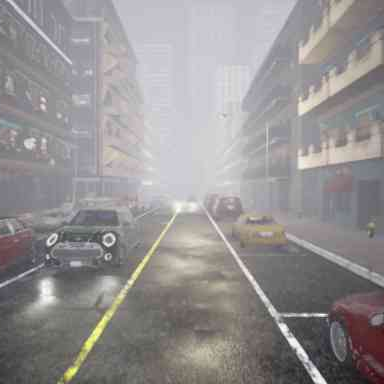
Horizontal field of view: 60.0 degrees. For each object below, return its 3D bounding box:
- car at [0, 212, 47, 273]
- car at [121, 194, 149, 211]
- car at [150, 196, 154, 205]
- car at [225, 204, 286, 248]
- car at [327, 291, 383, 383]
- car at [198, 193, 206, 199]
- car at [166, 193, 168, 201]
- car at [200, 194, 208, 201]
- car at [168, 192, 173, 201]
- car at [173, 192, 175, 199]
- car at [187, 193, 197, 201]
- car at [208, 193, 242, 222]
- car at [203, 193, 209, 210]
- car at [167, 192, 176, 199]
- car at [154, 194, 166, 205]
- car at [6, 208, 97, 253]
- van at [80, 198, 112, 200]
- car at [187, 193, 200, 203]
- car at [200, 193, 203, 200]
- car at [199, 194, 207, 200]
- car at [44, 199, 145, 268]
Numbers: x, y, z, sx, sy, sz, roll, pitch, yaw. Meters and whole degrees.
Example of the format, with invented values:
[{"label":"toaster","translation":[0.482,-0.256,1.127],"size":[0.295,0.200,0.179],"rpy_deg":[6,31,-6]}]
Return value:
[{"label":"car","translation":[-5.668,1.398,8.518],"size":[1.967,1.590,4.097],"rpy_deg":[-1,0,0]},{"label":"car","translation":[-5.692,1.163,30.925],"size":[2.192,1.841,5.009],"rpy_deg":[-1,0,0]},{"label":"car","translation":[-5.706,1.372,36.529],"size":[2.008,1.369,4.403],"rpy_deg":[-1,0,0]},{"label":"car","translation":[2.681,1.455,14.262],"size":[1.752,1.417,4.829],"rpy_deg":[-1,0,0]},{"label":"car","translation":[2.681,1.567,2.888],"size":[1.802,1.307,4.206],"rpy_deg":[-1,0,0]},{"label":"car","translation":[2.681,1.019,86.917],"size":[1.967,1.590,4.097],"rpy_deg":[-1,0,0]},{"label":"car","translation":[-5.698,1.295,58.937],"size":[1.802,1.307,4.206],"rpy_deg":[-1,0,0]},{"label":"car","translation":[2.682,1.157,75.883],"size":[1.752,1.417,4.829],"rpy_deg":[-1,0,0]},{"label":"car","translation":[-5.697,1.210,70.141],"size":[2.008,1.369,4.403],"rpy_deg":[-1,0,0]},{"label":"car","translation":[-5.697,1.156,81.345],"size":[2.008,1.369,4.403],"rpy_deg":[-1,0,0]},{"label":"car","translation":[0.003,1.040,69.531],"size":[1.882,1.535,5.008],"rpy_deg":[0,0,0]},{"label":"car","translation":[2.678,1.190,25.295],"size":[2.192,1.841,5.009],"rpy_deg":[-1,0,0]},{"label":"car","translation":[2.678,1.136,36.499],"size":[2.192,1.841,5.009],"rpy_deg":[-1,0,0]},{"label":"car","translation":[-5.700,0.868,92.548],"size":[2.192,1.841,5.009],"rpy_deg":[-1,0,0]},{"label":"car","translation":[-5.698,1.322,53.335],"size":[1.802,1.307,4.206],"rpy_deg":[-1,0,0]},{"label":"car","translation":[-5.666,1.481,14.121],"size":[2.008,1.369,4.403],"rpy_deg":[-1,0,0]},{"label":"van","translation":[-5.669,1.244,19.722],"size":[1.690,1.788,3.998],"rpy_deg":[-1,0,0]},{"label":"car","translation":[0.002,1.311,59.554],"size":[1.895,1.301,4.718],"rpy_deg":[0,0,0]},{"label":"car","translation":[2.679,1.082,47.703],"size":[2.192,1.841,5.009],"rpy_deg":[-1,0,0]},{"label":"car","translation":[2.683,1.171,81.316],"size":[1.947,1.339,4.313],"rpy_deg":[-1,0,0]},{"label":"car","translation":[-3.065,1.296,11.060],"size":[2.097,1.767,4.553],"rpy_deg":[0,0,0]}]
